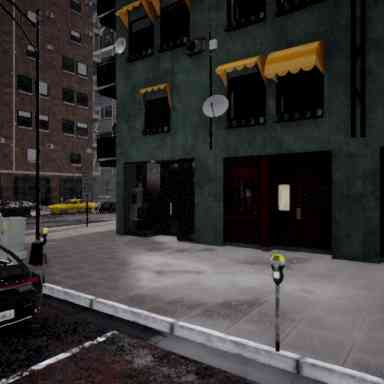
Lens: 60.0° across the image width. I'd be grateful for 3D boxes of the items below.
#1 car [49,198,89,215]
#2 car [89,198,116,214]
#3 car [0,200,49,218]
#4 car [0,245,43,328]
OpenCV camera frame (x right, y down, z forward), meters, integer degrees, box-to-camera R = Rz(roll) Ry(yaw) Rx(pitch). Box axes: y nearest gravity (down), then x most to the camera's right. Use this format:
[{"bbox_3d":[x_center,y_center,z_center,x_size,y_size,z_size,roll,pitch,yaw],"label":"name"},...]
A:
[{"bbox_3d":[-10.958,1.248,30.485,1.752,1.417,4.829,1,1,35],"label":"car"},{"bbox_3d":[-7.139,1.246,31.448,1.994,1.385,4.181,0,1,35],"label":"car"},{"bbox_3d":[-14.045,1.349,26.058,2.008,1.369,4.403,1,1,35],"label":"car"},{"bbox_3d":[-4.469,1.551,6.054,4.403,1.369,2.008,0,0,35],"label":"car"}]
